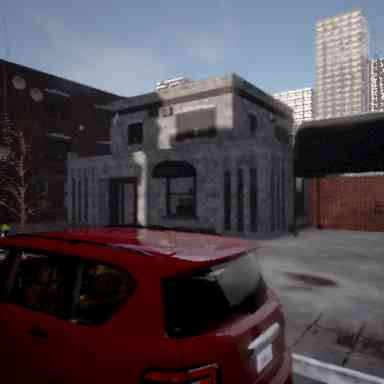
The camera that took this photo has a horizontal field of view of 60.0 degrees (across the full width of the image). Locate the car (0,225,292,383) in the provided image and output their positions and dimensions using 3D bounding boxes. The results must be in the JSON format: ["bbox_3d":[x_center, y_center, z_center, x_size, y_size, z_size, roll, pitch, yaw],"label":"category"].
[{"bbox_3d":[-1.403,1.329,3.879,5.009,1.841,2.192,0,0,36],"label":"car"}]
